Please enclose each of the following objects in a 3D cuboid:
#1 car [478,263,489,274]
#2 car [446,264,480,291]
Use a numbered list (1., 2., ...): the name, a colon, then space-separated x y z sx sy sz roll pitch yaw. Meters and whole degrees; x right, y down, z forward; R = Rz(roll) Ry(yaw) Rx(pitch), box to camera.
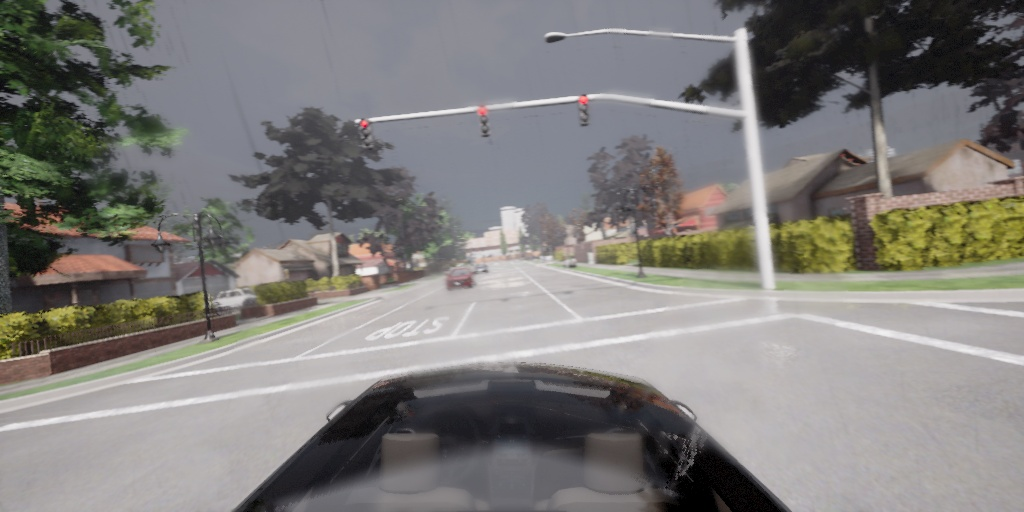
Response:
1. car: -4.360 1.819 51.765 2.128 1.511 4.902 -6 0 -1
2. car: -3.892 1.709 27.728 1.882 1.535 5.008 -6 0 -1
